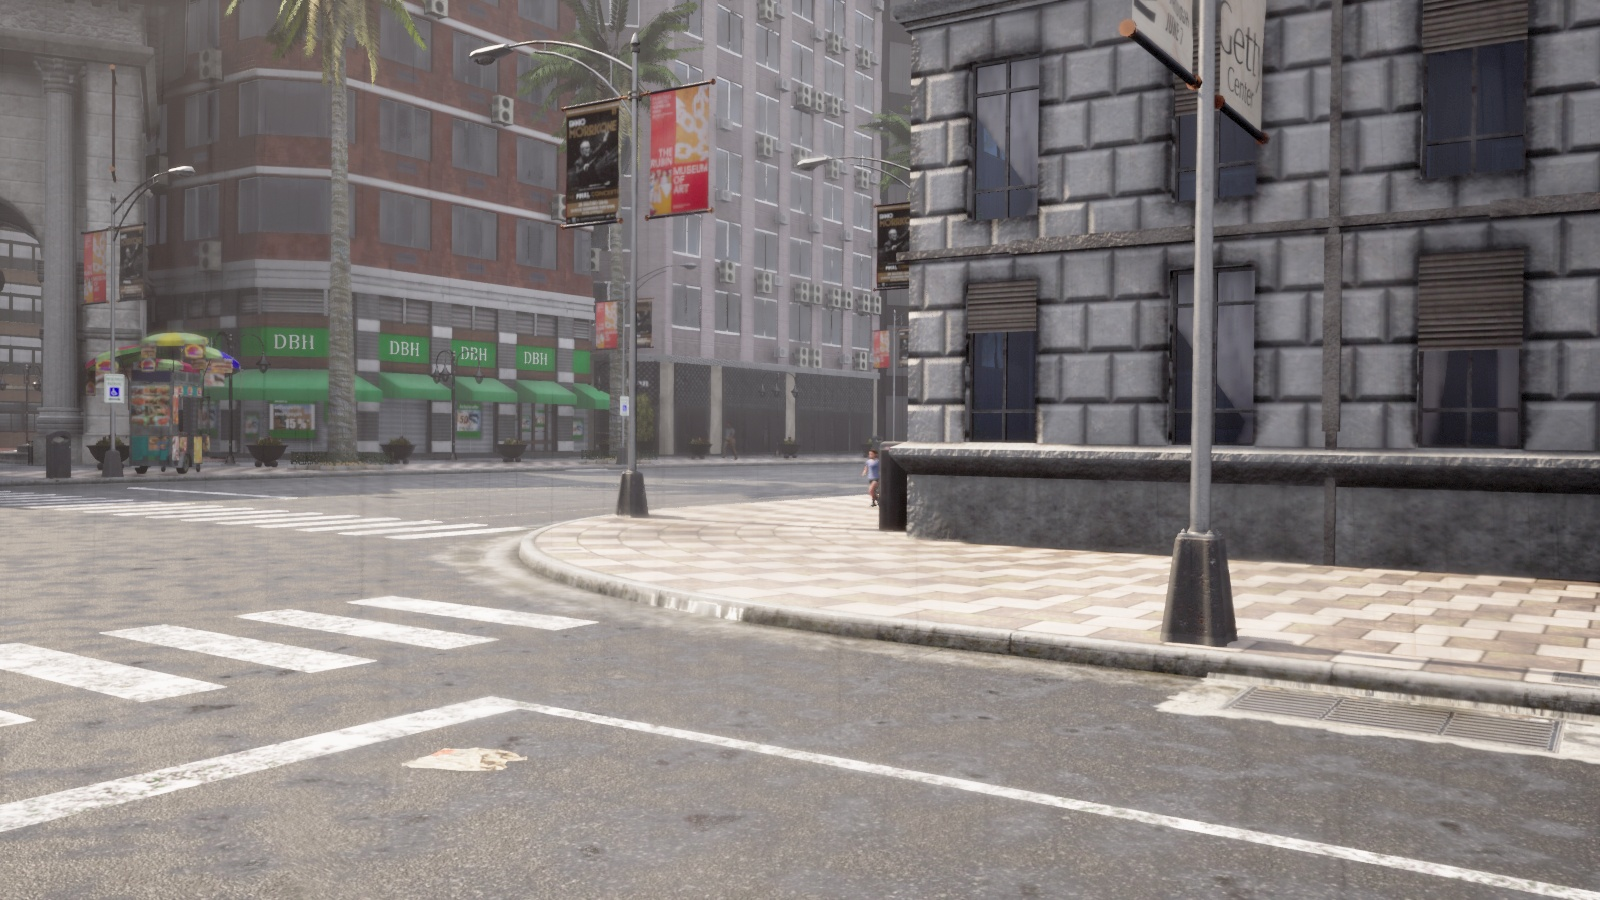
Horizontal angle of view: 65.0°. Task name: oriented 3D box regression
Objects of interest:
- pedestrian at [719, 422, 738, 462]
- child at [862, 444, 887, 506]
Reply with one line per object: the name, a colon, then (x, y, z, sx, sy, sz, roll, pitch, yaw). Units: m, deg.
pedestrian: (-3.343, -0.385, 58.851, 0.540, 1.848, 0.694, 0, 1, 44)
child: (1.350, 0.446, 22.721, 0.255, 1.110, 0.394, 0, 1, 40)
